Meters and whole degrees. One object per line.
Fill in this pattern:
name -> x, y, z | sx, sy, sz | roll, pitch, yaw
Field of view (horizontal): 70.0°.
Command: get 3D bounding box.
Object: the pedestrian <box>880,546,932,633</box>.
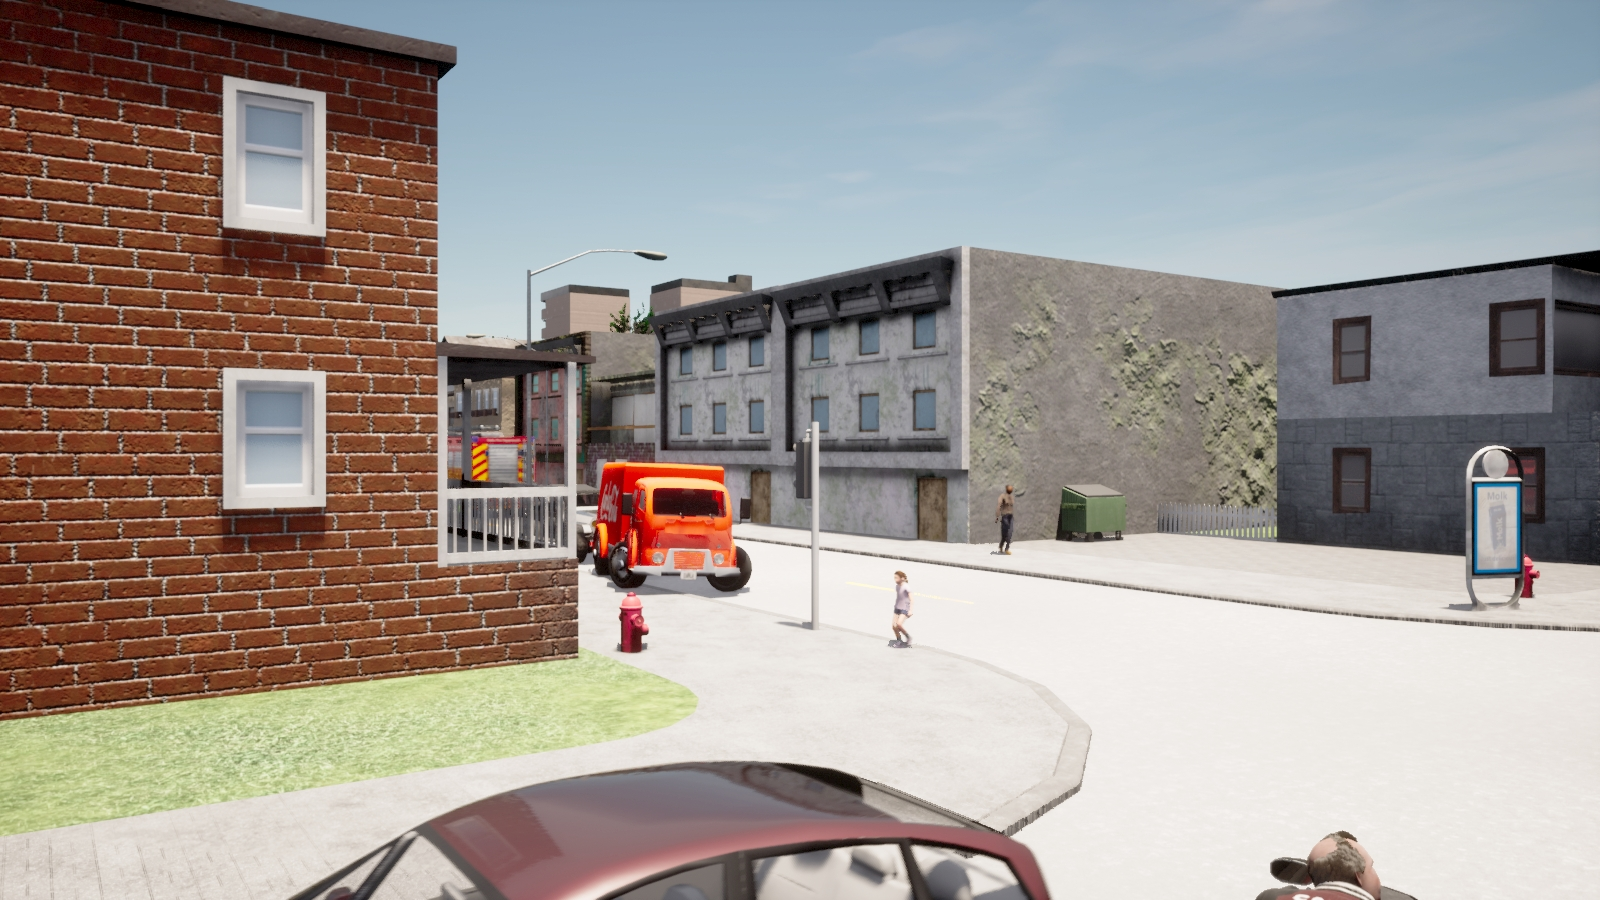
pedestrian -> 1.449, 1.897, 15.637 | 0.500, 1.100, 0.500 | 0, 0, -36

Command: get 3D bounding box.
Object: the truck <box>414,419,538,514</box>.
truck -> -14.491, 0.670, 50.612 | 2.891, 3.827, 8.468 | 0, 0, -33

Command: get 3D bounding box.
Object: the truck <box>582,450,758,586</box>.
truck -> -2.868, 1.294, 23.855 | 2.627, 2.467, 5.204 | 3, -1, -17

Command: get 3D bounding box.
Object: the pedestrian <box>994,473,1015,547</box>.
pedestrian -> 5.241, 1.525, 29.302 | 0.375, 1.860, 0.375 | 0, 0, -29

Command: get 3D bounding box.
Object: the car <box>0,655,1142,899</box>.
car -> -0.774, 1.803, 3.927 | 3.705, 1.549, 1.789 | 0, 0, -34
